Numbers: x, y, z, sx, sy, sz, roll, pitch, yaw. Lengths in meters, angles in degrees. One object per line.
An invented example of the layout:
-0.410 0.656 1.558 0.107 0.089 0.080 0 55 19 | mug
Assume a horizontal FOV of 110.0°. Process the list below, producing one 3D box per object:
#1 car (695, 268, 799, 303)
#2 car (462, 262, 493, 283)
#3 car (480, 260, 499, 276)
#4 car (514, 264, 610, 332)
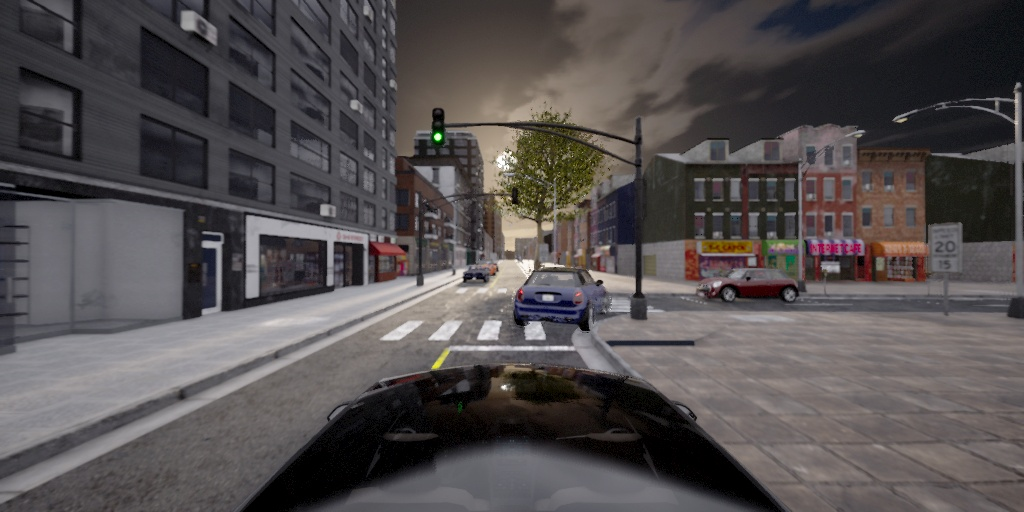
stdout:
10.919 1.297 16.904 4.097 1.591 1.967 0 0 0 | car
-2.842 1.415 29.070 1.895 1.301 4.718 0 0 0 | car
-2.836 1.193 39.112 2.097 1.767 4.553 0 0 0 | car
1.733 1.128 11.358 2.097 1.767 4.553 1 0 22 | car
